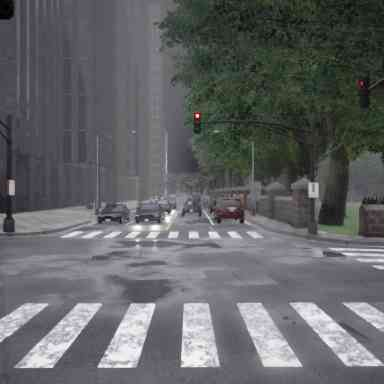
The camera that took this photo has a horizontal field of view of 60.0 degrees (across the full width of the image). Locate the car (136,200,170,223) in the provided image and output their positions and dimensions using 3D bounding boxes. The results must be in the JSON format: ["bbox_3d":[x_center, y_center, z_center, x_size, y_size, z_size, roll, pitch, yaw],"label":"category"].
[{"bbox_3d":[-3.134,1.559,25.623,2.033,1.411,5.357,0,0,0],"label":"car"}]

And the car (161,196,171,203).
[{"bbox_3d":[-5.861,1.611,74.217,1.887,1.381,4.507,0,0,0],"label":"car"}]

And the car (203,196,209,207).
[{"bbox_3d":[2.708,1.579,41.493,2.008,1.369,4.403,0,0,0],"label":"car"}]

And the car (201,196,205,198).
[{"bbox_3d":[2.701,1.585,46.950,2.008,1.369,4.403,0,0,0],"label":"car"}]

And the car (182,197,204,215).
[{"bbox_3d":[-0.013,1.545,33.425,1.812,1.442,4.674,0,0,1],"label":"car"}]

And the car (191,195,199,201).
[{"bbox_3d":[0.786,1.591,85.778,1.837,1.490,4.892,0,0,0],"label":"car"}]

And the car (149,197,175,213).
[{"bbox_3d":[-3.132,1.547,35.261,1.812,1.442,4.674,0,0,0],"label":"car"}]

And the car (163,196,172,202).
[{"bbox_3d":[-5.868,1.619,79.674,1.887,1.381,4.507,0,0,0],"label":"car"}]

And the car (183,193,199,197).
[{"bbox_3d":[-0.008,1.398,57.987,2.097,1.767,4.553,0,0,0],"label":"car"}]

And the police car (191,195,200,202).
[{"bbox_3d":[0.800,1.495,75.888,1.930,1.638,5.238,0,0,0],"label":"police car"}]

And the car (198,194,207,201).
[{"bbox_3d":[2.650,1.399,85.146,2.192,1.841,5.009,0,0,0],"label":"car"}]

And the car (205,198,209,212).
[{"bbox_3d":[2.716,1.588,36.037,1.947,1.339,4.313,0,0,0],"label":"car"}]

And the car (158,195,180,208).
[{"bbox_3d":[-3.150,1.524,45.528,2.128,1.511,4.902,0,0,0],"label":"car"}]

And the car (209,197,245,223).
[{"bbox_3d":[2.730,1.326,25.125,2.192,1.841,5.009,0,0,0],"label":"car"}]

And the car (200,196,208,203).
[{"bbox_3d":[2.664,1.592,74.403,1.752,1.417,4.829,0,0,0],"label":"car"}]

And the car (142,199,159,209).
[{"bbox_3d":[-5.824,1.616,46.932,1.802,1.307,4.206,0,0,0],"label":"car"}]

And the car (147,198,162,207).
[{"bbox_3d":[-5.831,1.622,52.389,1.802,1.307,4.206,0,0,0],"label":"car"}]

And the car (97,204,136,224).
[{"bbox_3d":[-5.795,1.576,25.104,1.947,1.339,4.313,0,0,0],"label":"car"}]

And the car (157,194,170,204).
[{"bbox_3d":[-5.853,1.374,68.760,2.192,1.841,5.009,0,0,0],"label":"car"}]

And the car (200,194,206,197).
[{"bbox_3d":[2.694,1.480,52.407,1.967,1.590,4.097,0,0,0],"label":"car"}]

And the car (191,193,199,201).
[{"bbox_3d":[0.779,1.319,91.808,2.150,2.045,5.566,0,0,0],"label":"car"}]
